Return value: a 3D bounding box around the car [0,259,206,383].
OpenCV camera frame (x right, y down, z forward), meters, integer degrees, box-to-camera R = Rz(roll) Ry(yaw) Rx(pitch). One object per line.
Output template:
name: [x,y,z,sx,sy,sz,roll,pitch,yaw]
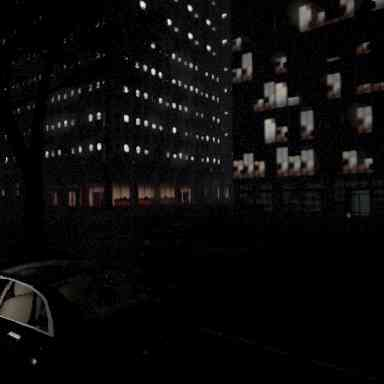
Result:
car: [-1.905,1.552,4.250,4.403,1.369,2.008,0,-1,36]
